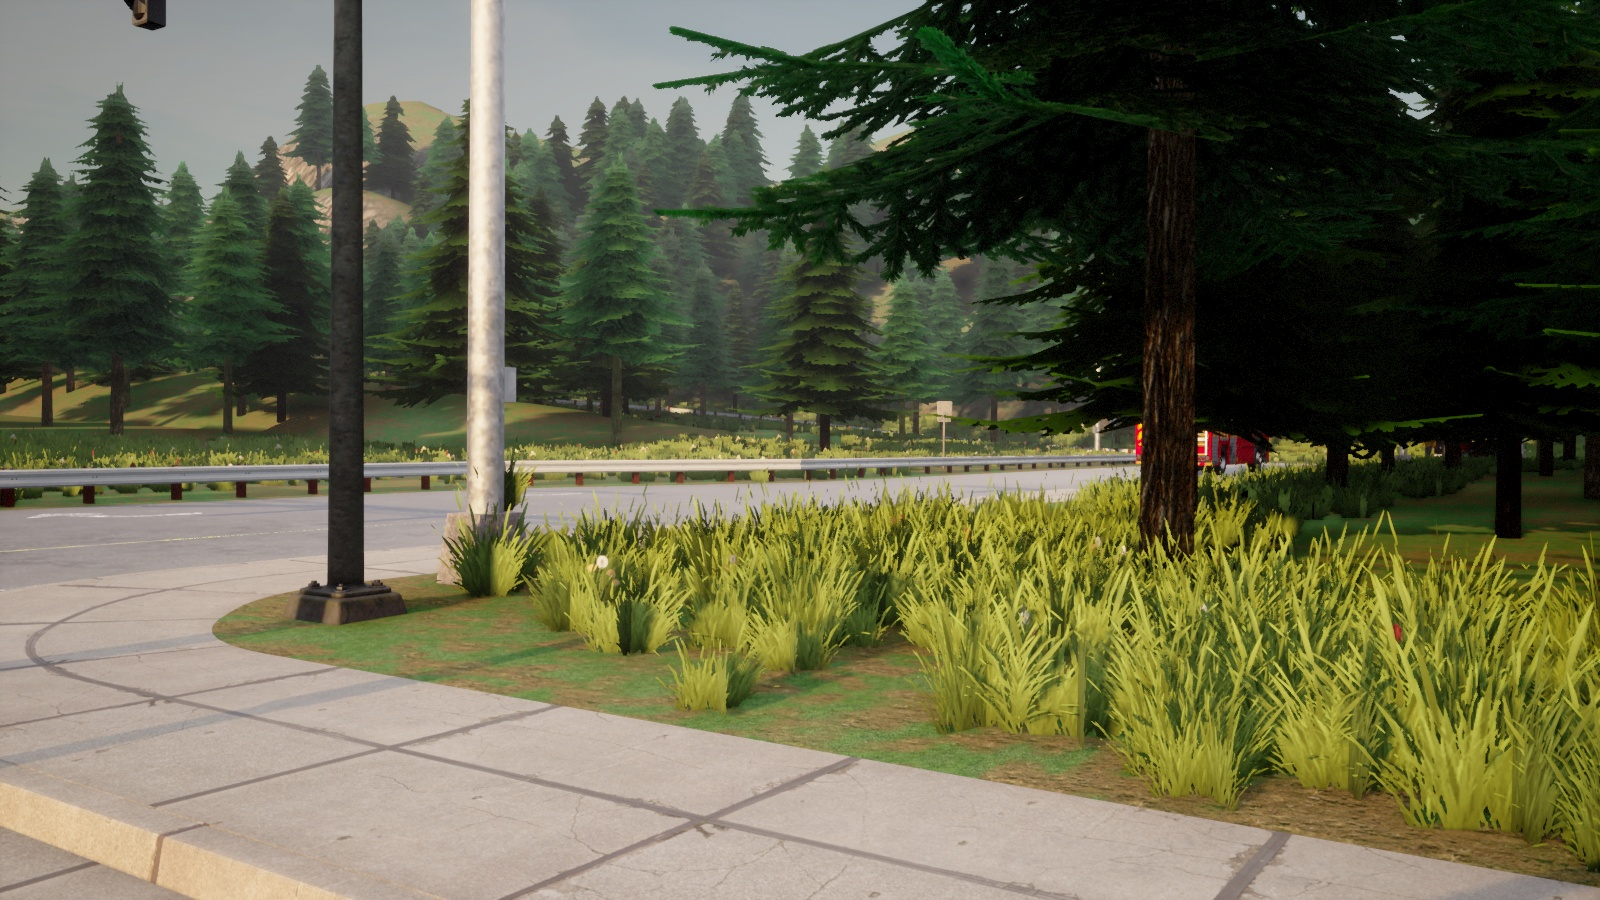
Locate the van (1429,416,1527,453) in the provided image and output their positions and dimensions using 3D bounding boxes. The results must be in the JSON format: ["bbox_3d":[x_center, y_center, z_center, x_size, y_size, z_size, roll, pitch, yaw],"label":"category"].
[{"bbox_3d":[38.487,-0.895,71.348,4.480,2.038,2.069,-1,1,-5],"label":"van"}]

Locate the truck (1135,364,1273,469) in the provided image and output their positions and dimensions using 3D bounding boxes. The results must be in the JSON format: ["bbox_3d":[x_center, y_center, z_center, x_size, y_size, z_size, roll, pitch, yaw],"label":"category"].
[{"bbox_3d":[16.175,-1.287,49.850,2.891,3.827,8.468,0,1,35],"label":"truck"}]
